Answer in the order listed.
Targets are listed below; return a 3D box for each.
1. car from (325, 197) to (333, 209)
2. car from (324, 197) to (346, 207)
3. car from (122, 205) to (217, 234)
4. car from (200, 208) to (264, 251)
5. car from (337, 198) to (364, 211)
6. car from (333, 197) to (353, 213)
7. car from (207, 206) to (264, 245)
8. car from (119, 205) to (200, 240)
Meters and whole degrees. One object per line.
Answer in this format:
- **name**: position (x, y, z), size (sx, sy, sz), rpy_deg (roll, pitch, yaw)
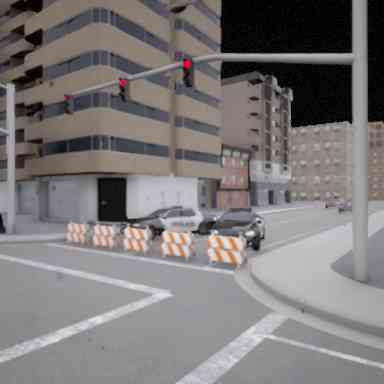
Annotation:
- **car**: position (19.468, 1.482, 45.128), size (2.038, 1.542, 4.974), rpy_deg (0, 0, 35)
- **car**: position (19.497, 1.324, 45.171), size (1.853, 1.218, 4.536), rpy_deg (0, 0, 35)
- **car**: position (-1.119, 1.326, 17.114), size (4.536, 1.218, 1.853), rpy_deg (0, 0, -30)
- **car**: position (2.033, 1.472, 14.408), size (2.038, 1.542, 4.974), rpy_deg (0, 0, 15)
- **car**: position (17.303, 1.315, 36.250), size (1.853, 1.218, 4.536), rpy_deg (0, 0, 35)
- **car**: position (17.273, 1.472, 36.207), size (2.038, 1.542, 4.974), rpy_deg (0, 0, 35)
- **car**: position (2.046, 1.314, 14.458), size (1.853, 1.218, 4.536), rpy_deg (0, 0, 15)
- **car**: position (-1.164, 1.483, 17.088), size (4.974, 1.542, 2.038), rpy_deg (0, 0, -30)
